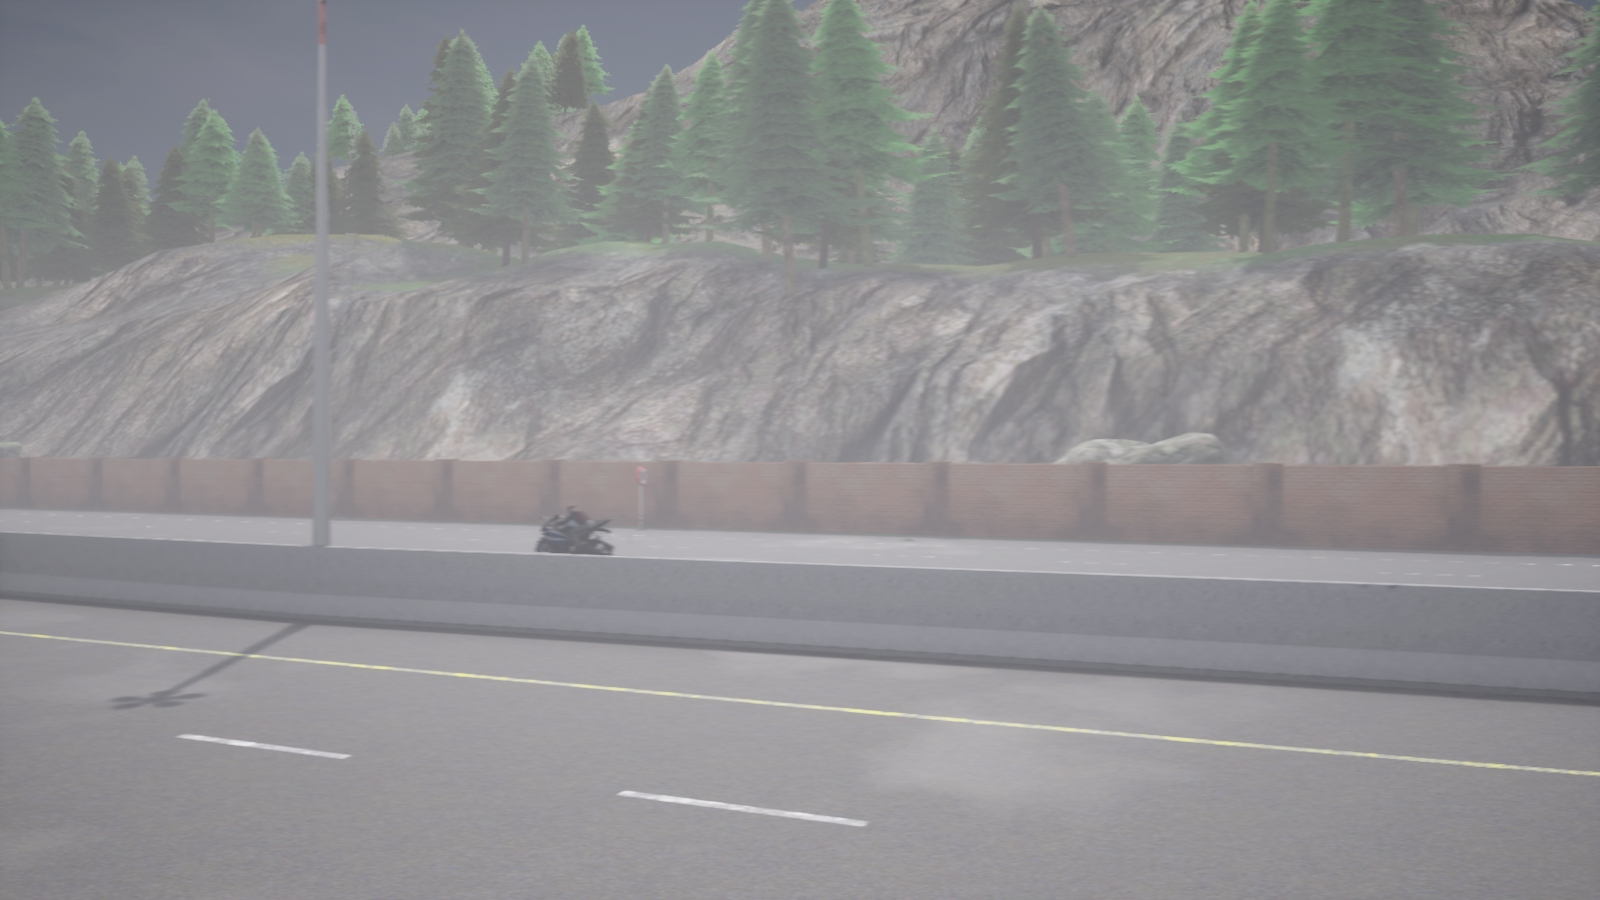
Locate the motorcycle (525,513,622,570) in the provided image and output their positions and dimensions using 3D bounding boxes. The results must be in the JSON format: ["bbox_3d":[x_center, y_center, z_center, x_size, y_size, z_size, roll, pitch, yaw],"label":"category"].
[{"bbox_3d":[-5.525,2.207,27.867,2.209,1.251,0.867,0,0,23],"label":"motorcycle"}]
